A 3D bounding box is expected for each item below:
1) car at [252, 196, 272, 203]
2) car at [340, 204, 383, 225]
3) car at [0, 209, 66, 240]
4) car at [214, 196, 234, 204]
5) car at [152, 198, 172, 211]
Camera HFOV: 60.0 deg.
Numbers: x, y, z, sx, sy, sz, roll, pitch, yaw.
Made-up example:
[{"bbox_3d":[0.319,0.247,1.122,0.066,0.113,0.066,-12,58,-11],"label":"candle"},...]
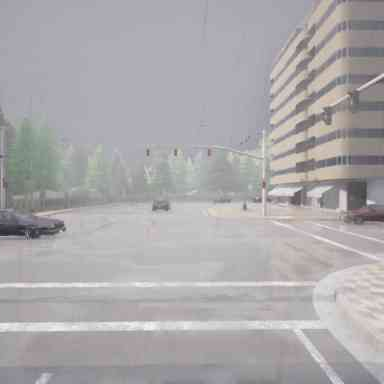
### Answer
[{"bbox_3d":[14.269,1.522,67.786,4.674,1.442,1.812,0,0,-34],"label":"car"},{"bbox_3d":[13.191,1.580,24.039,4.674,1.442,1.812,0,0,-1],"label":"car"},{"bbox_3d":[-9.176,1.569,16.506,5.357,1.411,2.033,0,0,-1],"label":"car"},{"bbox_3d":[6.247,1.488,65.042,2.128,1.511,4.902,0,0,42],"label":"car"},{"bbox_3d":[-3.608,1.489,40.639,2.128,1.511,4.902,0,0,3],"label":"car"}]
